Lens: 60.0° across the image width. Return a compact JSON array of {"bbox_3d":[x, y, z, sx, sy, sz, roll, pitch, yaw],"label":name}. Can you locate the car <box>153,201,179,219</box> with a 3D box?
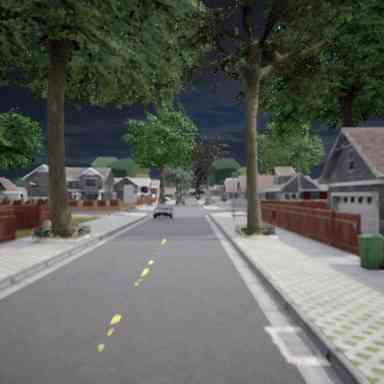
[{"bbox_3d":[-2.767,1.883,33.522,2.033,1.411,5.357,0,-1,0],"label":"car"}]

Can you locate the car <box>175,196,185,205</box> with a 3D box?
[{"bbox_3d":[-2.761,2.034,77.968,2.150,2.045,5.566,0,-1,0],"label":"car"}]
